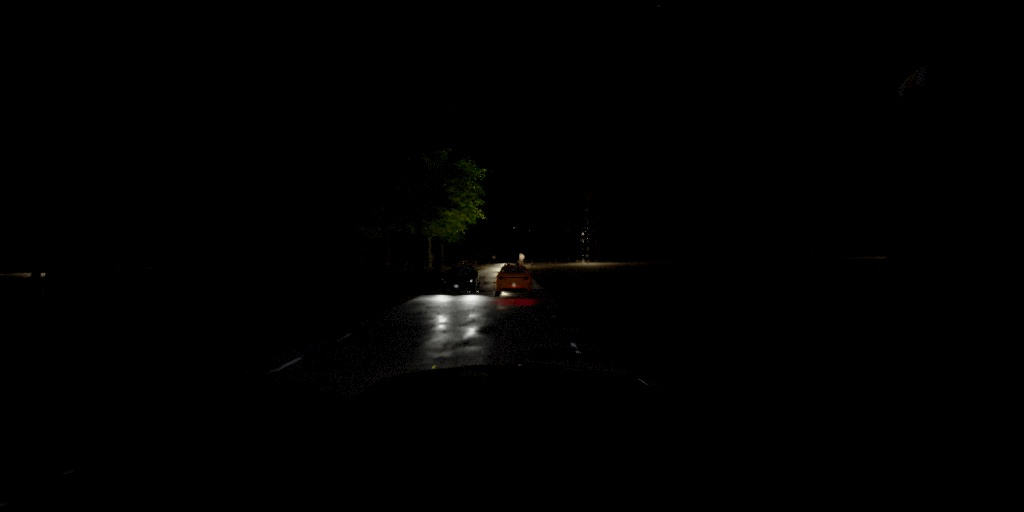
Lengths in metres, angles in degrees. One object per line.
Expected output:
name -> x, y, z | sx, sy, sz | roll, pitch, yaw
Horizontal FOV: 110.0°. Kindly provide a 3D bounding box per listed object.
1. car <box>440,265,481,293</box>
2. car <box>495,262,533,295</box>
car -> -2.845, 1.269, 20.621 | 1.812, 1.442, 4.674 | 0, 0, 0
car -> 0.101, 1.221, 19.712 | 1.882, 1.535, 5.008 | 0, 0, 0
